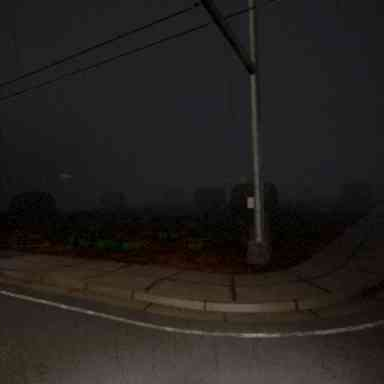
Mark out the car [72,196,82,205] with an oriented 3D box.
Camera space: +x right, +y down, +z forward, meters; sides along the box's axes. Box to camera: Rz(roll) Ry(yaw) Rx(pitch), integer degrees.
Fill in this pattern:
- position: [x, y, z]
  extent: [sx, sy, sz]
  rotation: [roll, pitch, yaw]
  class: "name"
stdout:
- position: [-25.061, 1.850, 72.531]
  extent: [1.905, 1.878, 3.866]
  rotation: [4, 0, -14]
  class: "car"
